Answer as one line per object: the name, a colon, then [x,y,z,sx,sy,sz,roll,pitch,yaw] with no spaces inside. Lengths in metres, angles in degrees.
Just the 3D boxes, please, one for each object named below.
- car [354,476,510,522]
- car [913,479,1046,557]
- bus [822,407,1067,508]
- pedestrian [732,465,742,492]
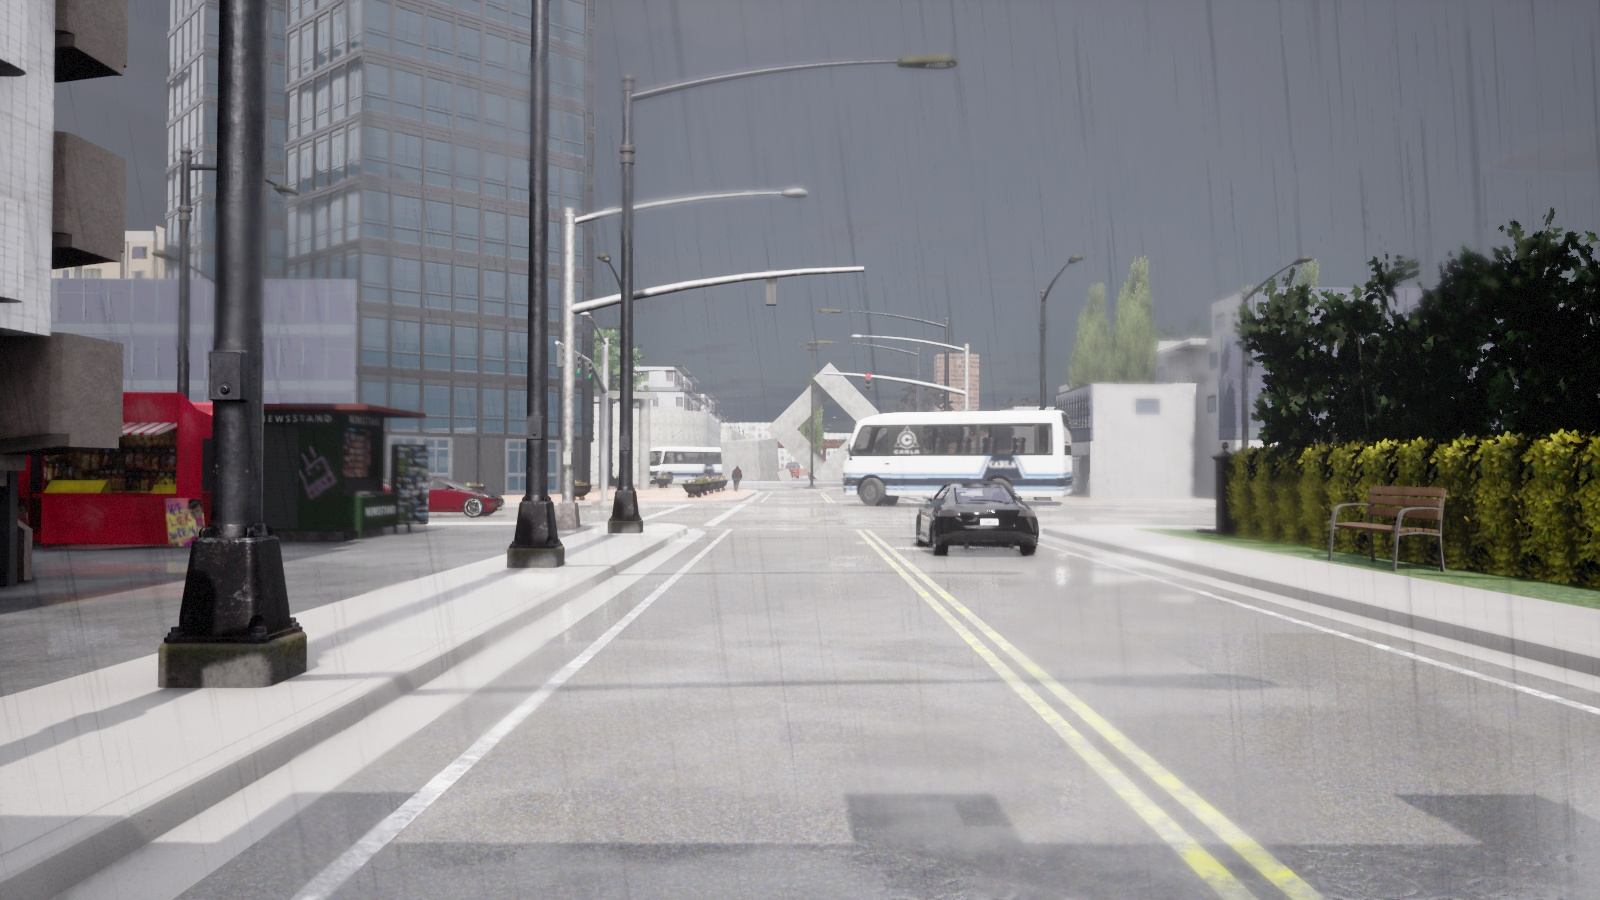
car: [-12.781,1.707,43.870,4.792,1.488,2.163,-1,-1,-1]
car: [3.437,1.281,24.800,1.994,1.385,4.181,0,-1,0]
bus: [6.517,0.364,56.410,10.273,4.253,3.944,-1,0,19]
pedestrian: [-4.311,1.929,85.422,0.634,1.844,0.899,0,-1,-1]
